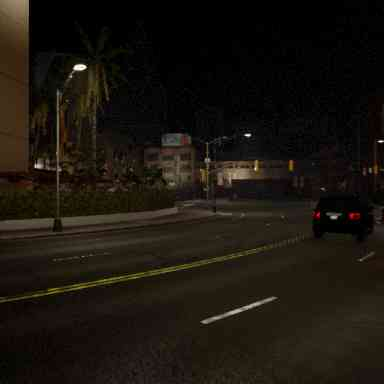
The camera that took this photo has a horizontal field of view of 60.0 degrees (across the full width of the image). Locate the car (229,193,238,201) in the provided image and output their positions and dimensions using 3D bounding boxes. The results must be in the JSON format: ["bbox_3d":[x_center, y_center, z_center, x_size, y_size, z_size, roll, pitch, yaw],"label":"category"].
[{"bbox_3d":[10.797,1.289,87.333,2.185,1.767,4.553,0,0,7],"label":"car"}]

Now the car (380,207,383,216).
[{"bbox_3d":[15.358,1.492,24.773,1.837,1.490,4.892,0,0,22],"label":"car"}]

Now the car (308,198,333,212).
[{"bbox_3d":[15.121,1.502,39.476,1.812,1.442,4.674,0,0,8],"label":"car"}]

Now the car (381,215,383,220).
[{"bbox_3d":[8.405,1.559,12.022,1.994,1.385,4.181,0,0,39],"label":"car"}]

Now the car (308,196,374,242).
[{"bbox_3d":[7.707,1.211,16.775,2.150,2.045,5.566,0,0,34],"label":"car"}]

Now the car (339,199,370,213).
[{"bbox_3d":[18.373,1.543,37.796,1.994,1.385,4.181,0,0,9],"label":"car"}]

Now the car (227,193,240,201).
[{"bbox_3d":[10.165,1.419,80.938,2.097,1.535,5.008,0,0,7],"label":"car"}]
